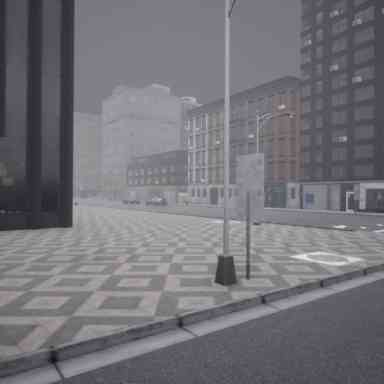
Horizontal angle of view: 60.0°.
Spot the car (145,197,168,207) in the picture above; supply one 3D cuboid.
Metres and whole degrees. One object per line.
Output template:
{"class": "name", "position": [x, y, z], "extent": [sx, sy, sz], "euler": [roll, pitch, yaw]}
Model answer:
{"class": "car", "position": [-5.935, 1.622, 54.250], "extent": [1.812, 1.442, 4.674], "euler": [1, 0, -36]}

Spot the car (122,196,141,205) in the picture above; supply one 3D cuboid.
{"class": "car", "position": [-11.381, 1.711, 61.792], "extent": [1.895, 1.301, 4.718], "euler": [1, 0, -36]}

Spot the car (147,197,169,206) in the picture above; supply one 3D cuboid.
{"class": "car", "position": [-6.247, 1.635, 60.379], "extent": [1.837, 1.490, 4.892], "euler": [1, 0, -36]}

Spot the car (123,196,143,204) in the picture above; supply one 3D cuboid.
{"class": "car", "position": [-12.307, 1.636, 68.840], "extent": [2.128, 1.511, 4.902], "euler": [1, 0, -36]}
